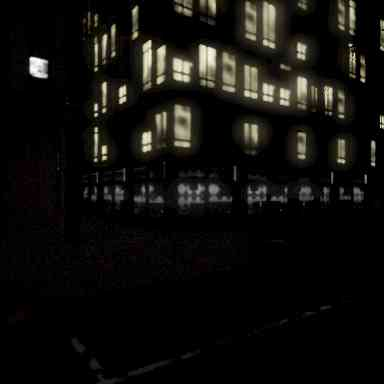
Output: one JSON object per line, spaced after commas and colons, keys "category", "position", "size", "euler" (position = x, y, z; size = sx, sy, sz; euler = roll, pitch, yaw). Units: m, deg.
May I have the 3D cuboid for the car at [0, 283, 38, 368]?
{"category": "car", "position": [-3.867, 1.580, 3.340], "size": [4.206, 1.307, 1.802], "euler": [0, 0, -35]}
